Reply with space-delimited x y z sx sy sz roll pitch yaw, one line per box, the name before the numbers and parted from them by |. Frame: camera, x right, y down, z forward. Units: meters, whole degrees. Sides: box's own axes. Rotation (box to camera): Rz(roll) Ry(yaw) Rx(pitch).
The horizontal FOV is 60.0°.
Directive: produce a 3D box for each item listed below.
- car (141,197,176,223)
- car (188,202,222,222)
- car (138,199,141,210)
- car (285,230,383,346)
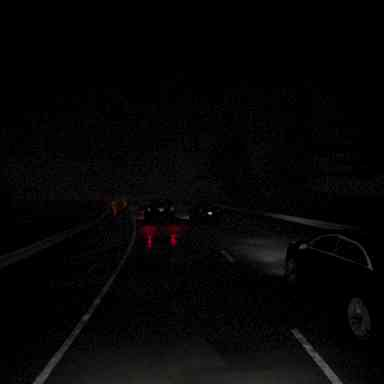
car | -2.473 1.281 24.858 2.097 1.767 4.553 0 0 -10
car | 0.953 1.480 25.614 1.994 1.385 4.181 0 0 -10
car | -5.691 1.363 41.537 1.882 1.535 5.008 0 0 -12
car | 3.289 1.461 6.323 2.128 1.511 4.902 0 0 -3
